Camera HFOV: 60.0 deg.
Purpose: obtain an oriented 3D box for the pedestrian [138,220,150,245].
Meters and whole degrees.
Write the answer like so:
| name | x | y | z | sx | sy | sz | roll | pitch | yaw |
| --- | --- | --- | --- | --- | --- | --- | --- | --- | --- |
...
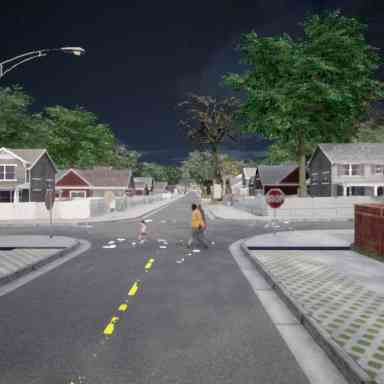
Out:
| name | x | y | z | sx | sy | sz | roll | pitch | yaw |
| --- | --- | --- | --- | --- | --- | --- | --- | --- | --- |
| pedestrian | -2.027 | 1.672 | 14.008 | 0.500 | 1.100 | 0.500 | 0 | 0 | 0 |

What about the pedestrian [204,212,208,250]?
| name | x | y | z | sx | sy | sz | roll | pitch | yaw |
| --- | --- | --- | --- | --- | --- | --- | --- | --- | --- |
| pedestrian | 0.351 | 1.291 | 13.454 | 0.375 | 1.860 | 0.375 | 0 | 0 | 0 |

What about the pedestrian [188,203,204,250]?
| name | x | y | z | sx | sy | sz | roll | pitch | yaw |
| --- | --- | --- | --- | --- | --- | --- | --- | --- | --- |
| pedestrian | 0.153 | 1.292 | 12.792 | 0.375 | 1.860 | 0.375 | 0 | 0 | 0 |
